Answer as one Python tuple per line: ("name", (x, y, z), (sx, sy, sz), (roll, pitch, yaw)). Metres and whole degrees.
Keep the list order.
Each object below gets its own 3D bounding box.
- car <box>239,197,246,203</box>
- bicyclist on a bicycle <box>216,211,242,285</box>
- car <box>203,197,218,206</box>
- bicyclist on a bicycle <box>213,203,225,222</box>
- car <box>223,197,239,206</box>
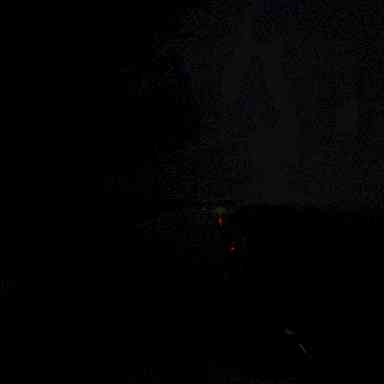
("car", (10.754, 1.778, 72.990), (2.033, 1.411, 5.357), (0, 0, 17))
("bicyclist on a bicycle", (1.010, 1.414, 8.468), (0.582, 1.620, 1.656), (0, 0, 2))
("car", (3.155, 1.543, 55.930), (1.882, 1.535, 5.008), (0, -1, 13))
("bicyclist on a bicycle", (1.551, 1.388, 18.253), (0.866, 1.612, 1.509), (0, 0, 4))
("car", (6.292, 1.577, 55.355), (1.837, 1.490, 4.892), (0, 0, 12))
